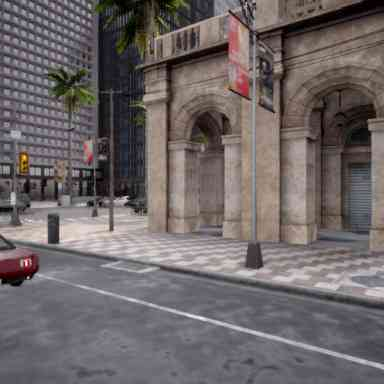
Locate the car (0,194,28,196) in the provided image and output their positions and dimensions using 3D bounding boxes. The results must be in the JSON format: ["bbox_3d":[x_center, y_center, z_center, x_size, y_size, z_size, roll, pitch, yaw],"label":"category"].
[{"bbox_3d":[-20.696,1.219,36.592,2.150,2.045,5.566,0,0,36],"label":"car"}]

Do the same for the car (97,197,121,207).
[{"bbox_3d":[-11.269,1.524,49.666,1.812,1.442,4.674,0,0,36],"label":"car"}]

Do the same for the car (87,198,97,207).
[{"bbox_3d":[-13.928,1.511,51.276,2.161,1.482,4.786,0,0,35],"label":"car"}]

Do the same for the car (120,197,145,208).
[{"bbox_3d":[-7.478,1.546,48.945,2.033,1.411,5.357,0,0,36],"label":"car"}]

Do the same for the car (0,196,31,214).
[{"bbox_3d":[-18.979,1.489,32.965,2.128,1.511,4.902,0,0,35],"label":"car"}]

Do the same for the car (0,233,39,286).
[{"bbox_3d":[-5.828,1.600,8.200,4.718,1.301,1.895,0,0,37],"label":"car"}]
